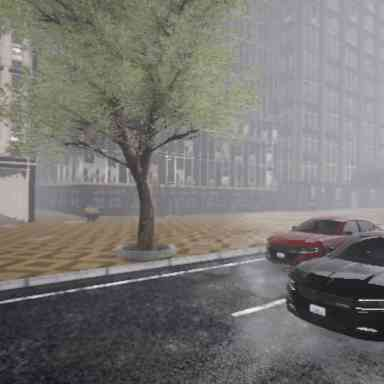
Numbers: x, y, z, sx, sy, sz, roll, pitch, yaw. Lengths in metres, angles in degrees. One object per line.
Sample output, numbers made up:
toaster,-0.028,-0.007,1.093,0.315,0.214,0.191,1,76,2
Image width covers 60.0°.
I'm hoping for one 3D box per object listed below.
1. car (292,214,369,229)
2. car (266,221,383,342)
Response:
car,4.532,1.520,10.791,5.008,1.535,1.882,1,0,-35
car,3.920,1.504,6.401,5.008,1.535,1.882,0,0,-35
